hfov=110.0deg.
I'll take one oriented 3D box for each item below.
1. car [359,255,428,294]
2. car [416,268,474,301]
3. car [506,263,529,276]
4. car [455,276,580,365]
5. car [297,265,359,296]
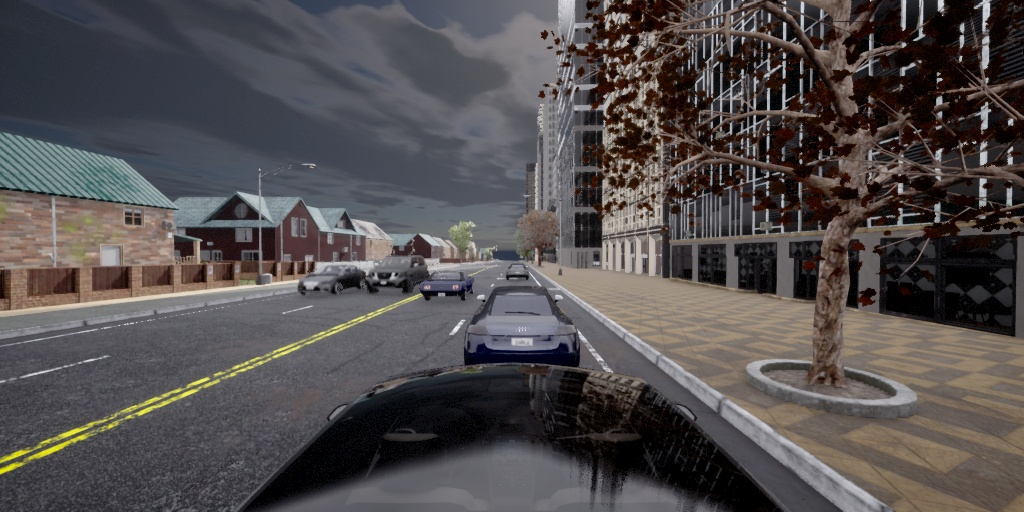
[{"bbox_3d":[-6.363,0.979,20.606,2.150,2.045,5.566,0,0,1],"label":"car"},{"bbox_3d":[-2.954,1.355,17.436,1.895,1.301,4.718,0,0,1],"label":"car"},{"bbox_3d":[0.478,1.338,31.713,1.994,1.385,4.181,0,0,1],"label":"car"},{"bbox_3d":[0.174,1.314,7.618,1.994,1.385,4.181,0,0,0],"label":"car"},{"bbox_3d":[-9.627,1.248,19.599,2.128,1.511,4.902,0,0,1],"label":"car"}]
